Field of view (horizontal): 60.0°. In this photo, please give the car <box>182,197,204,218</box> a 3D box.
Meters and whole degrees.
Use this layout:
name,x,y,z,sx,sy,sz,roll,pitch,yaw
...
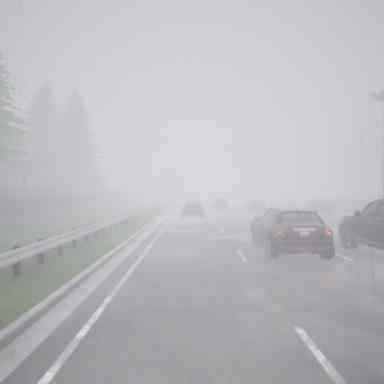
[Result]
name,x,y,z,sx,sy,sz,roll,pitch,yaw
car,0.104,1.502,30.789,2.128,1.511,4.902,0,0,0

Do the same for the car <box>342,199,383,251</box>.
name,x,y,z,sx,sy,sz,roll,pitch,yaw
car,7.103,1.226,11.291,2.150,2.045,5.566,0,0,0

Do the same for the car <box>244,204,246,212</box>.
name,x,y,z,sx,sy,sz,roll,pitch,yaw
car,7.104,1.577,37.085,1.994,1.385,4.181,0,0,0

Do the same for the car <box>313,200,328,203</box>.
name,x,y,z,sx,sy,sz,roll,pitch,yaw
car,14.104,1.577,37.172,1.994,1.385,4.181,0,0,0

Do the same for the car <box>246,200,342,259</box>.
name,x,y,z,sx,sy,sz,roll,pitch,yaw
car,3.604,1.356,12.763,2.097,1.767,4.553,0,0,0

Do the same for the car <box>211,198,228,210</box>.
name,x,y,z,sx,sy,sz,roll,pitch,yaw
car,3.606,1.519,43.012,1.837,1.490,4.892,0,0,0
